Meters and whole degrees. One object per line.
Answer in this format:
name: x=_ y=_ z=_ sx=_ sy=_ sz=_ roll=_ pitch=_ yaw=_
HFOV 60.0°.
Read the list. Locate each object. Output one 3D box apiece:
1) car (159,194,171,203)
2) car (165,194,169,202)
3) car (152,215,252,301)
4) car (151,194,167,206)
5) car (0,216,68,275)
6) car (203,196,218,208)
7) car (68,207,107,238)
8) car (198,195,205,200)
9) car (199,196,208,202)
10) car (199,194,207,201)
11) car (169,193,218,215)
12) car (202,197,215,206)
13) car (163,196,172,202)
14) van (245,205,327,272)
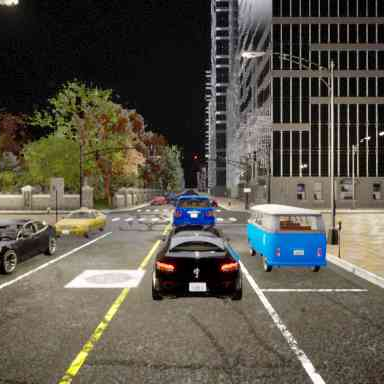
car: x=-5.699 y=1.277 z=71.335 sx=2.192 sy=1.841 sz=5.009 roll=0 pitch=0 yaw=0
car: x=-5.698 y=1.520 z=59.969 sx=2.008 sy=1.369 sz=4.403 roll=0 pitch=0 yaw=0
car: x=0.102 y=1.523 z=8.209 sx=1.812 sy=1.442 sz=4.674 roll=0 pitch=0 yaw=0
car: x=-5.697 y=1.517 z=54.286 sx=1.887 sy=1.381 sz=4.507 roll=0 pitch=0 yaw=0
car: x=-5.770 y=1.562 z=10.481 sx=1.947 sy=1.339 sz=4.313 roll=0 pitch=0 yaw=0
car: x=2.685 y=1.416 z=48.610 sx=1.967 sy=1.590 sz=4.097 roll=0 pitch=0 yaw=0
car: x=-5.820 y=1.518 z=17.716 sx=1.752 sy=1.417 sz=4.829 roll=0 pitch=0 yaw=0
car: x=2.678 y=1.453 z=94.232 sx=1.752 sy=1.417 sz=4.829 roll=0 pitch=0 yaw=0
car: x=2.680 y=1.521 z=77.015 sx=1.947 sy=1.339 sz=4.313 roll=0 pitch=0 yaw=0
car: x=2.680 y=1.388 z=82.696 sx=1.967 sy=1.590 sz=4.097 roll=0 pitch=0 yaw=0
car: x=0.098 y=1.214 z=18.559 sx=2.150 sy=2.045 sz=5.566 roll=0 pitch=0 yaw=0
car: x=2.684 y=1.538 z=54.290 sx=1.947 sy=1.339 sz=4.313 roll=0 pitch=0 yaw=0
car: x=-5.701 y=1.538 z=77.017 sx=1.802 sy=1.307 sz=4.206 roll=0 pitch=0 yaw=0
van: x=2.773 y=1.337 z=10.484 sx=1.690 sy=1.788 sz=3.998 roll=0 pitch=0 yaw=0
